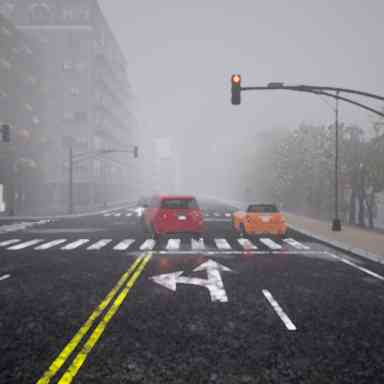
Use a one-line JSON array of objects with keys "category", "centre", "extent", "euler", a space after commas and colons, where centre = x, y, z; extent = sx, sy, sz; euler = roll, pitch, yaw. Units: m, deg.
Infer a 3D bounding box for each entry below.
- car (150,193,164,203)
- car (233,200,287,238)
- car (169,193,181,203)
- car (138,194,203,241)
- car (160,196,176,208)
[{"category": "car", "centre": [-6.469, 1.123, 62.357], "extent": [2.097, 1.767, 4.553], "euler": [0, 0, 1]}, {"category": "car", "centre": [3.354, 1.282, 17.201], "extent": [2.097, 1.767, 4.553], "euler": [0, 0, 0]}, {"category": "car", "centre": [-3.200, 1.117, 64.254], "extent": [2.097, 1.767, 4.553], "euler": [0, 0, 1]}, {"category": "car", "centre": [-1.135, 1.164, 16.491], "extent": [2.150, 2.045, 5.566], "euler": [0, 0, -15]}, {"category": "car", "centre": [-3.278, 1.300, 46.879], "extent": [1.882, 1.535, 5.008], "euler": [0, 0, 0]}]
